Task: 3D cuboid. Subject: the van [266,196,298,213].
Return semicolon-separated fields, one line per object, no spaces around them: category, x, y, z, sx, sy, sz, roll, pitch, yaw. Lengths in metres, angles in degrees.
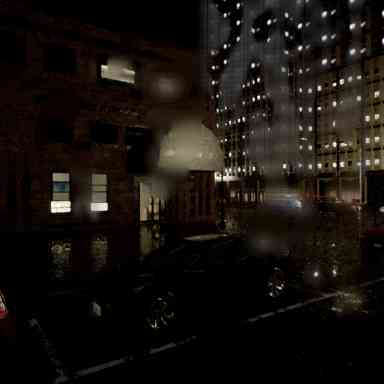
van;9.972;1.326;36.297;1.690;1.788;3.998;0;0;-35

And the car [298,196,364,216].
car;13.136;1.308;31.748;2.192;1.841;5.009;0;0;-35

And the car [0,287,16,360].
car;-4.268;1.440;3.526;4.097;1.590;1.967;0;0;-35

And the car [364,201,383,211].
car;20.017;1.499;36.535;2.008;1.369;4.403;0;0;-35

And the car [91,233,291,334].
car;0.199;1.565;6.774;4.313;1.339;1.947;0;0;-35

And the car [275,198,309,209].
car;13.689;1.514;45.632;1.802;1.307;4.206;0;0;-35

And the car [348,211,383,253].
car;8.045;1.543;12.440;4.507;1.381;1.887;0;0;-35

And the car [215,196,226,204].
car;4.099;1.437;59.417;1.752;1.417;4.829;0;0;-35
